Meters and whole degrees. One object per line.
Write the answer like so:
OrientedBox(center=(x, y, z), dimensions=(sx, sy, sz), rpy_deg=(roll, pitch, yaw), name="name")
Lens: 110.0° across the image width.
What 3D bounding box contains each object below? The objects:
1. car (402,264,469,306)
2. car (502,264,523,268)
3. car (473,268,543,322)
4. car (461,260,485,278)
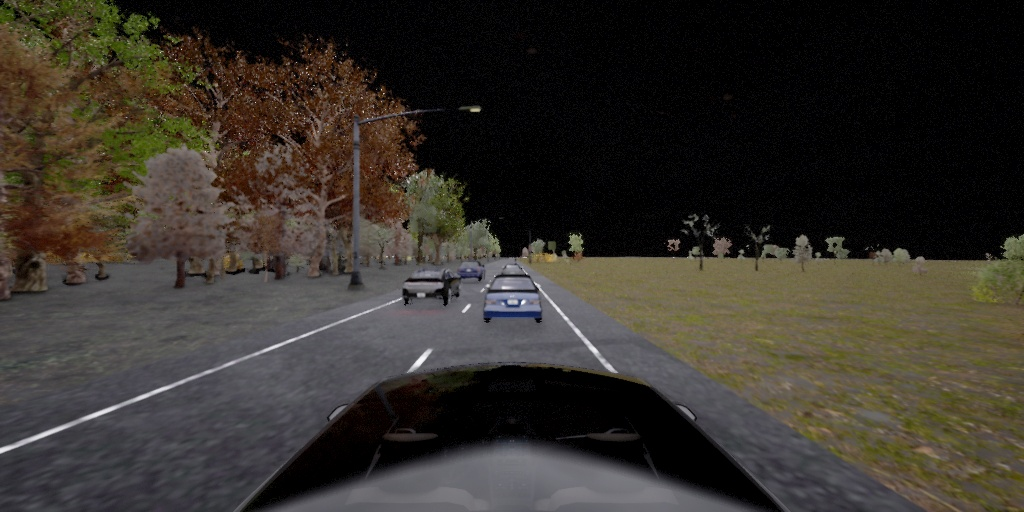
OrientedBox(center=(-3.437, 1.274, 16.059), dimensions=(2.128, 1.511, 4.902), rpy_deg=(0, 0, 0), name="car")
OrientedBox(center=(0.059, 1.382, 31.817), dimensions=(1.994, 1.385, 4.181), rpy_deg=(0, 0, 0), name="car")
OrientedBox(center=(0.039, 1.322, 12.408), dimensions=(2.033, 1.411, 5.357), rpy_deg=(0, 0, 0), name="car")
OrientedBox(center=(-3.446, 1.167, 30.857), dimensions=(2.097, 1.767, 4.553), rpy_deg=(0, 0, 0), name="car")
